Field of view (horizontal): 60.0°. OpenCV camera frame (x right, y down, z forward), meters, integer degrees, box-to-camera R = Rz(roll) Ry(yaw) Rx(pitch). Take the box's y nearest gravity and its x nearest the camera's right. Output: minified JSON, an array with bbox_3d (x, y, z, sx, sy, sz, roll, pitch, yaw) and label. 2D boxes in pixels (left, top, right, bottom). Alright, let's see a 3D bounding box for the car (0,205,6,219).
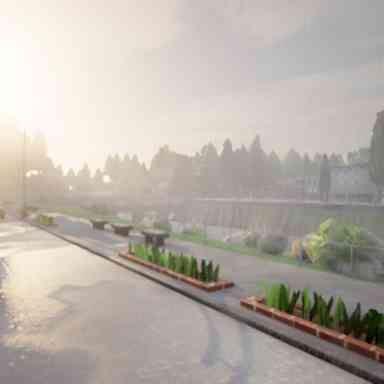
[{"bbox_3d":[-17.268,1.571,28.544,1.994,1.385,4.181,0,0,-35],"label":"car"}]
